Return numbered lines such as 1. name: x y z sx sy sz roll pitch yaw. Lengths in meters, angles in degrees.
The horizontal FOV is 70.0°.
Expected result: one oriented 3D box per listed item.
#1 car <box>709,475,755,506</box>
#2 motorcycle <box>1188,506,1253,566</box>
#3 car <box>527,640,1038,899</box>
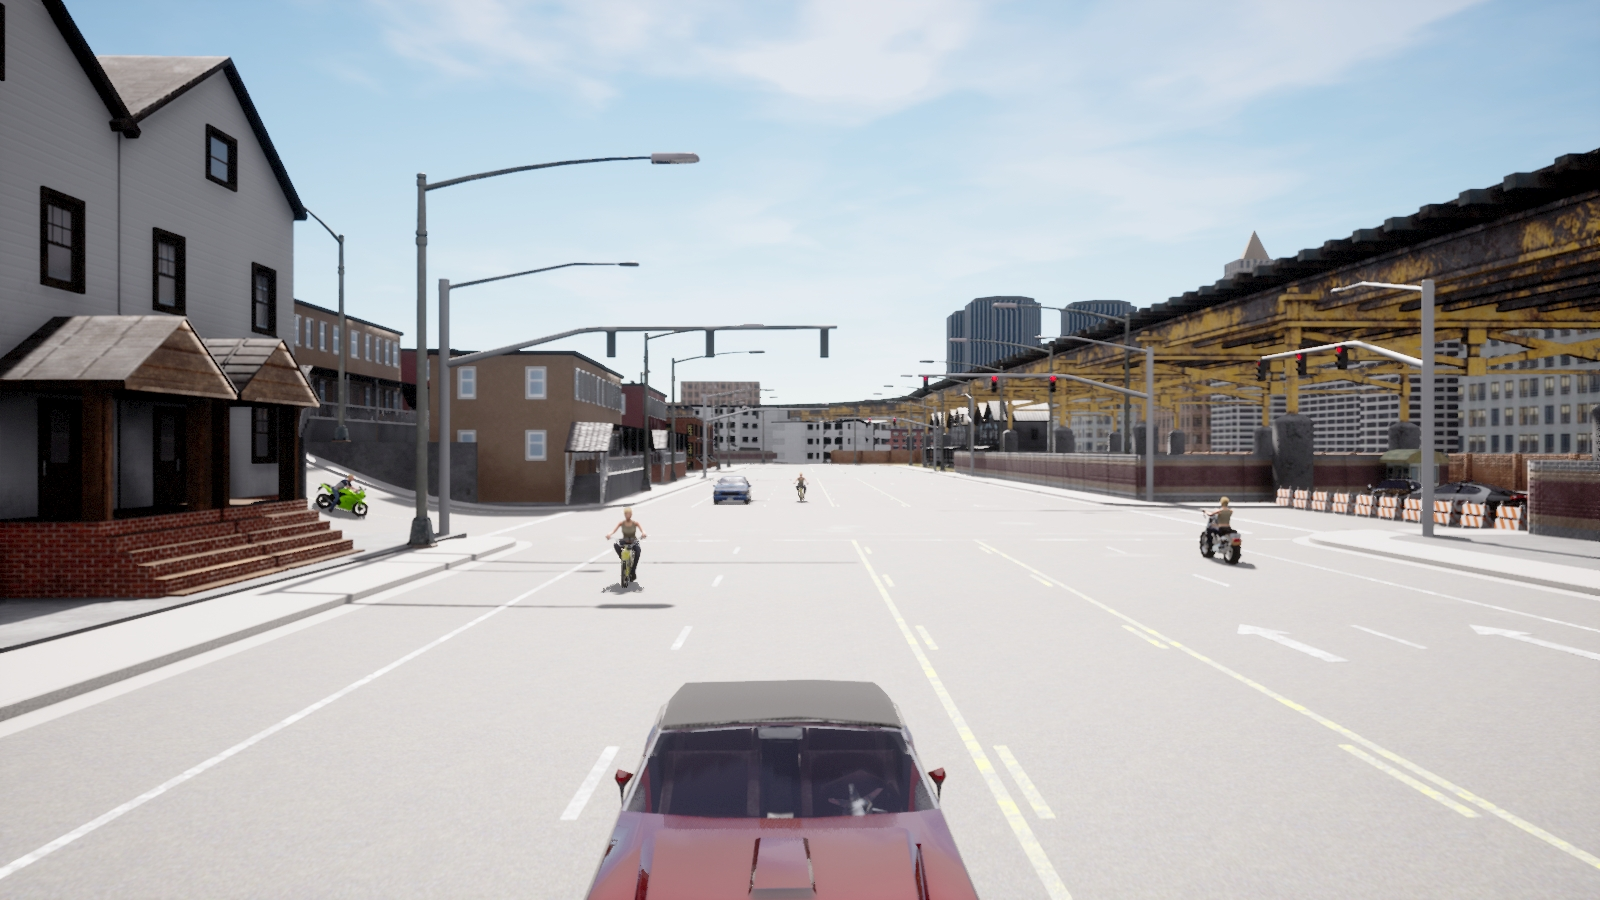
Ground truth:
1. car: -3.495 2.062 59.622 2.033 1.411 5.357 0 0 0
2. motorcycle: 10.500 2.121 28.623 0.764 1.332 2.356 0 0 0
3. car: -0.111 2.149 6.599 1.895 1.301 4.718 0 0 -1
